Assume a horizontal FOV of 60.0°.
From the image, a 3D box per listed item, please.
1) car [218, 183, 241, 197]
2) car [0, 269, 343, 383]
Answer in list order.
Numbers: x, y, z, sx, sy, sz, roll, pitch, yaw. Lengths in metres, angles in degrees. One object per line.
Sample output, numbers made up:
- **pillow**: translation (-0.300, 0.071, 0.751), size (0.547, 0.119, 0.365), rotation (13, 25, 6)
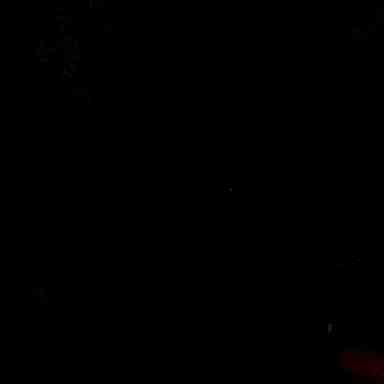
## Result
- **car**: translation (3.976, -0.163, 41.308), size (2.150, 2.045, 5.566), rotation (2, 2, -34)
- **car**: translation (-0.851, 1.545, 3.015), size (5.357, 1.411, 2.033), rotation (0, 0, -34)
